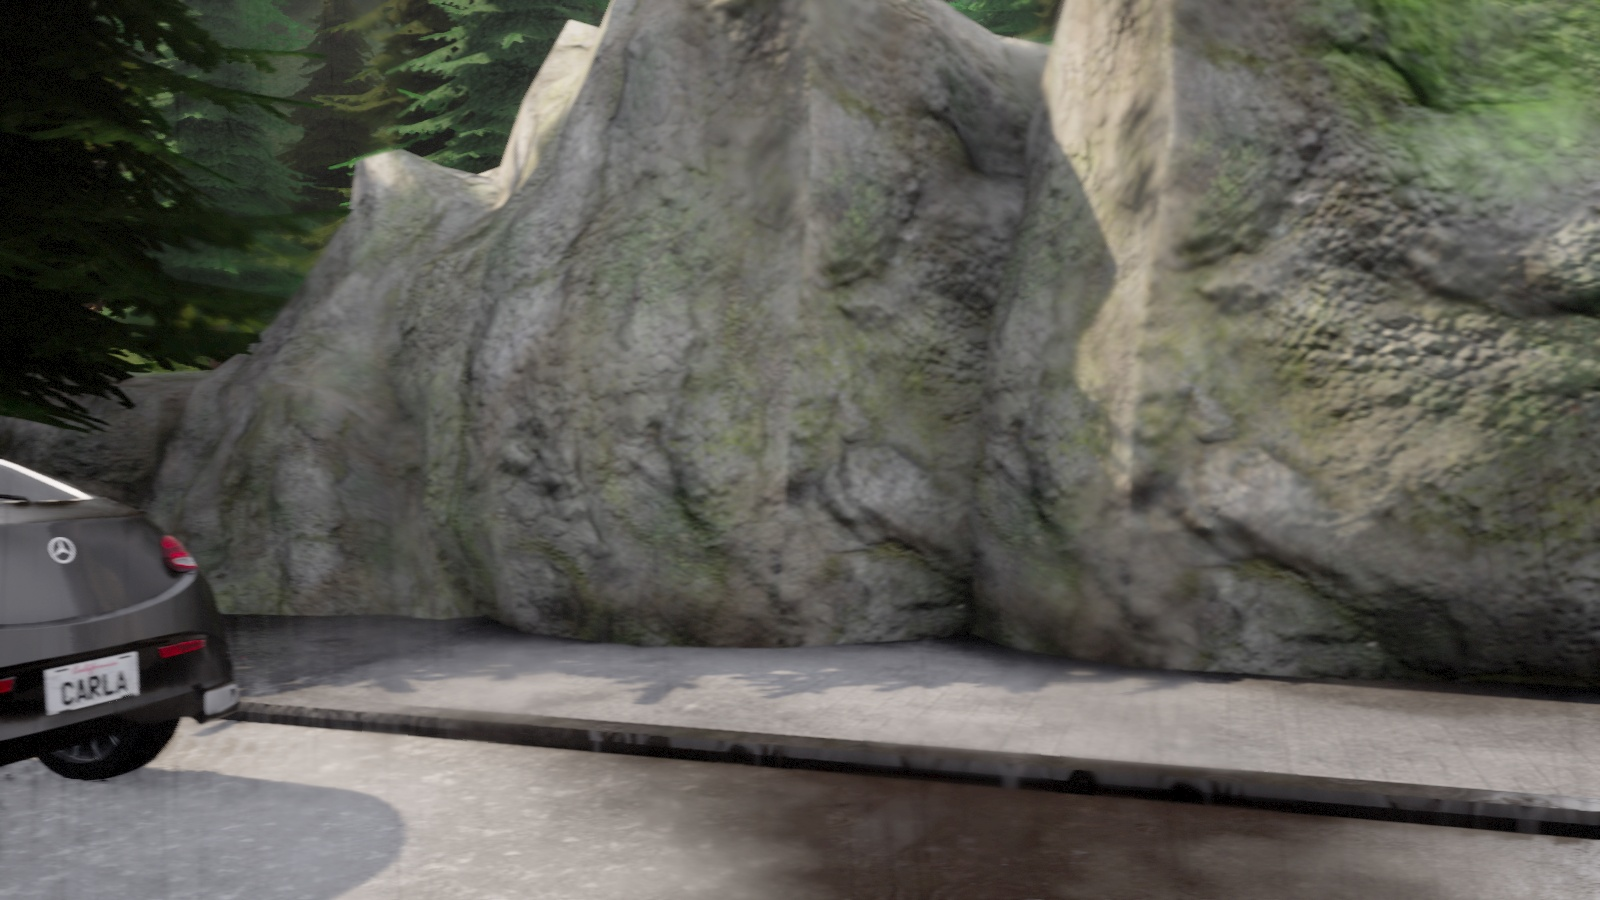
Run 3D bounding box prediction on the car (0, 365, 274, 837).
[{"bbox_3d":[-5.093,0.499,5.431,5.027,1.651,2.152,1,1,19],"label":"car"}]
